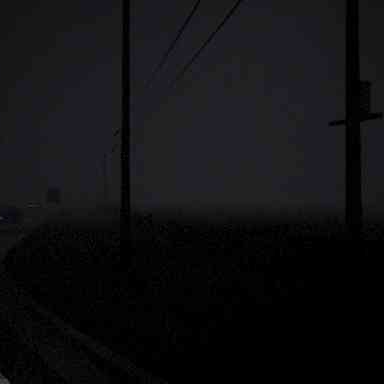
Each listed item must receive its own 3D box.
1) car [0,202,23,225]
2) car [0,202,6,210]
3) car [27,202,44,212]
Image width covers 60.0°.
[{"bbox_3d":[-15.441,1.871,27.765,1.882,1.535,5.008,0,-1,-20],"label":"car"},{"bbox_3d":[-33.707,2.383,57.550,1.994,1.385,4.181,0,-1,-20],"label":"car"},{"bbox_3d":[-23.164,2.193,49.224,2.128,1.511,4.902,0,-1,-20],"label":"car"}]
